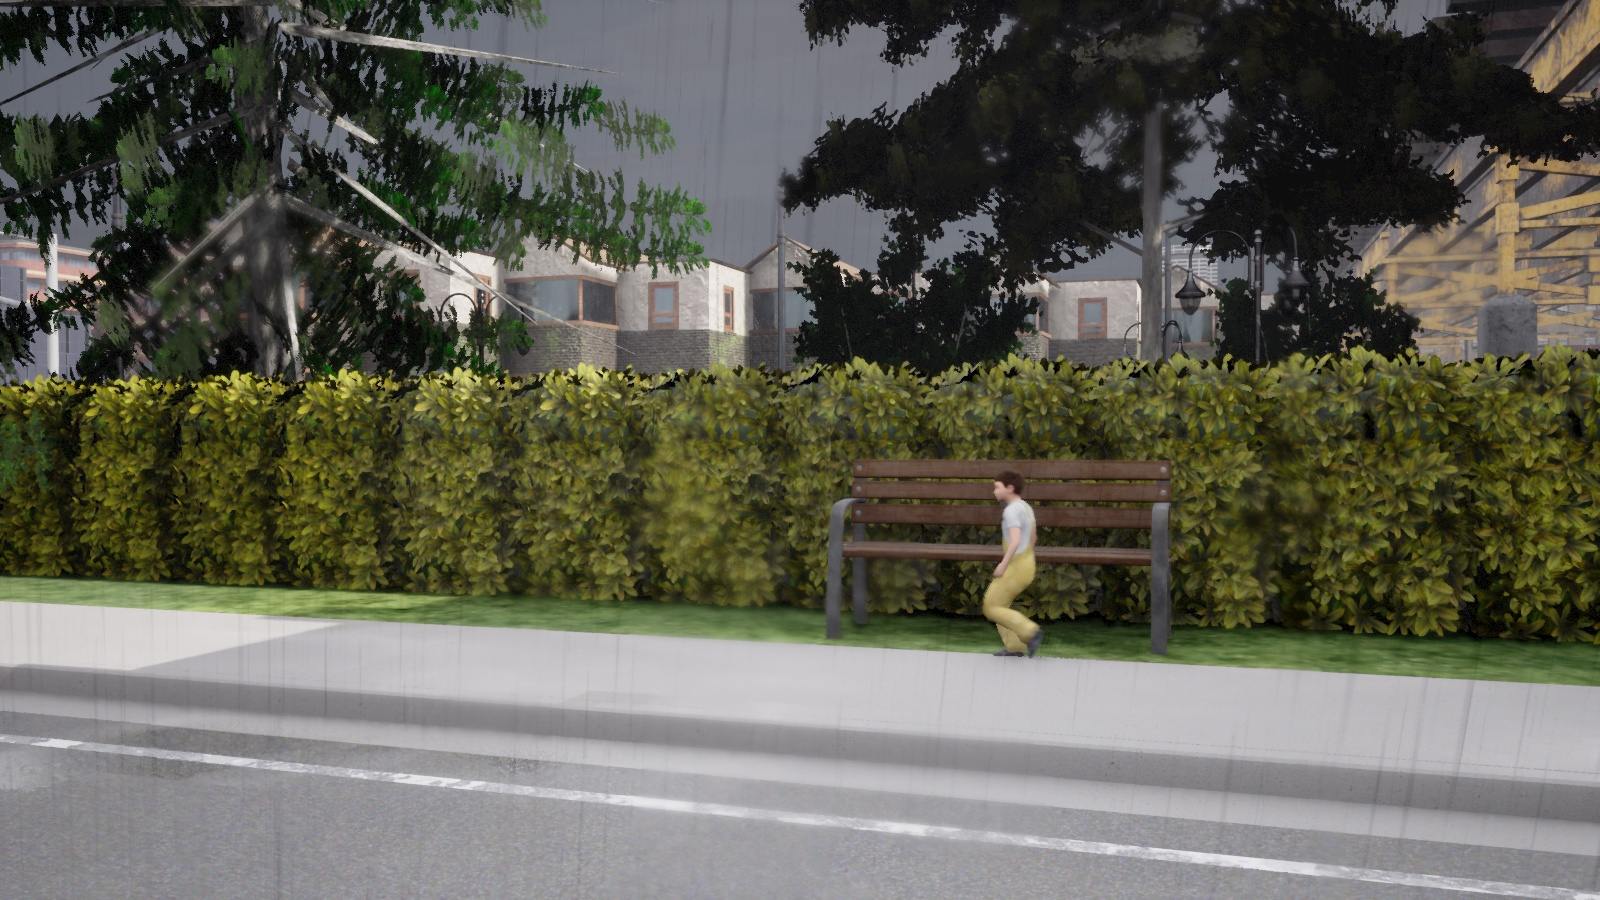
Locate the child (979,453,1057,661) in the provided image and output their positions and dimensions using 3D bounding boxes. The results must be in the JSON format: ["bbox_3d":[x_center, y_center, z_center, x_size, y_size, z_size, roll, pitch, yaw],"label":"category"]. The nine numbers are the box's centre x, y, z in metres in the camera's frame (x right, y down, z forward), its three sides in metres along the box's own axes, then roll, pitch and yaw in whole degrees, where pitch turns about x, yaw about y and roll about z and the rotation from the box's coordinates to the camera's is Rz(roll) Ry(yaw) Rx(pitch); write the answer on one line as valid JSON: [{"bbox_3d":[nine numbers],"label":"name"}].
[{"bbox_3d":[1.358,0.651,7.827,0.437,1.263,0.270,1,1,18],"label":"child"}]
